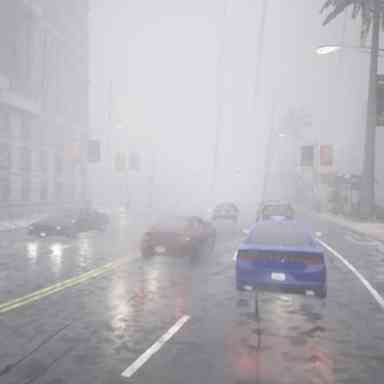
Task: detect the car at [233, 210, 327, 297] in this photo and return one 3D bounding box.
[{"bbox_3d":[2.355,1.464,8.742,1.882,1.535,5.008,0,0,17],"label":"car"}]

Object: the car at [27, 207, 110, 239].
[{"bbox_3d":[-6.203,1.528,17.626,2.033,1.411,5.357,0,0,12],"label":"car"}]

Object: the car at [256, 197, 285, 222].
[{"bbox_3d":[6.288,1.312,26.954,2.097,1.767,4.553,0,0,11],"label":"car"}]

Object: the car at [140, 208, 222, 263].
[{"bbox_3d":[-0.329,1.510,11.954,1.812,1.442,4.674,0,0,15],"label":"car"}]

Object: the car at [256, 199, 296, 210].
[{"bbox_3d":[4.499,1.325,17.723,2.097,1.767,4.553,0,0,12],"label":"car"}]

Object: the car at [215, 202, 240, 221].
[{"bbox_3d":[2.658,1.511,26.005,2.033,1.411,5.357,0,0,11],"label":"car"}]
